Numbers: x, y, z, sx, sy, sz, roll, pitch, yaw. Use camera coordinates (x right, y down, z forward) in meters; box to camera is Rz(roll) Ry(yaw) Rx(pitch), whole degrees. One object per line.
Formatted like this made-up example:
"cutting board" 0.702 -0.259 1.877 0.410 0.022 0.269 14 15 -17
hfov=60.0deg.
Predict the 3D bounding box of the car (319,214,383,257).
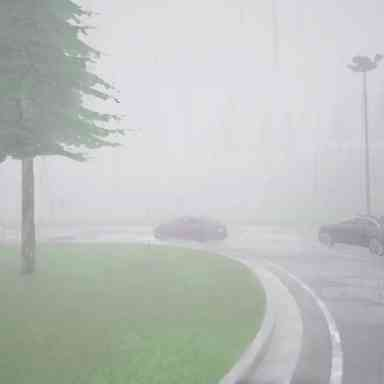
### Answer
"car" 7.369 1.693 14.025 2.128 1.511 4.902 0 -1 -15

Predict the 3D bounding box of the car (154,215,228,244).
"car" -0.125 1.988 18.266 4.181 1.385 1.994 -2 -2 38
